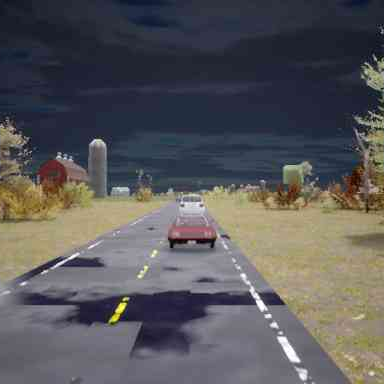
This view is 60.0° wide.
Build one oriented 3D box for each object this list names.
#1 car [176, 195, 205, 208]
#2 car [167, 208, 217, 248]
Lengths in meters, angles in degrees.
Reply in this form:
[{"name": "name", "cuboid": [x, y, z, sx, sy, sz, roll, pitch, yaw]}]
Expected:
[{"name": "car", "cuboid": [0.000, 1.268, 29.725, 2.150, 2.045, 5.566, 0, 0, 0]}, {"name": "car", "cuboid": [0.000, 1.619, 14.722, 1.895, 1.301, 4.718, 0, 0, 0]}]
